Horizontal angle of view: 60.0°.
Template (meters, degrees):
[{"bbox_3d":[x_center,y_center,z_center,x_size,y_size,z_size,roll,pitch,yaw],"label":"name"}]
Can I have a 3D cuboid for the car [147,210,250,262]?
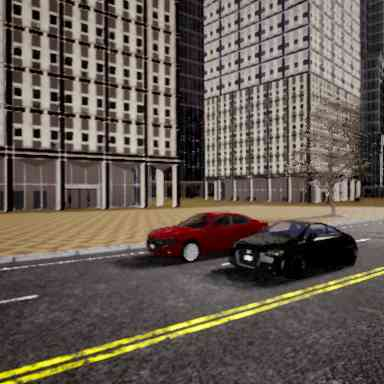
[{"bbox_3d":[0.733,1.465,12.233,5.008,1.535,1.882,-1,0,-36],"label":"car"}]

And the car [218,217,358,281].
[{"bbox_3d":[3.103,1.551,9.937,4.181,1.385,1.994,0,0,-36],"label":"car"}]
